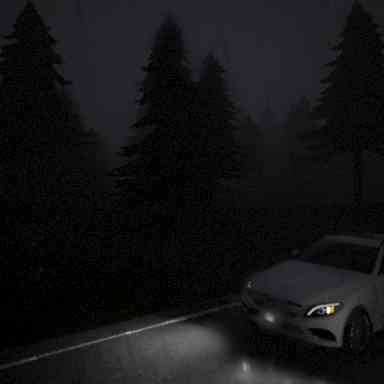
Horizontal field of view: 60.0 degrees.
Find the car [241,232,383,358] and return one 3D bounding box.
[{"bbox_3d":[3.013,1.526,6.133,4.674,1.442,1.812,0,0,-35],"label":"car"}]
